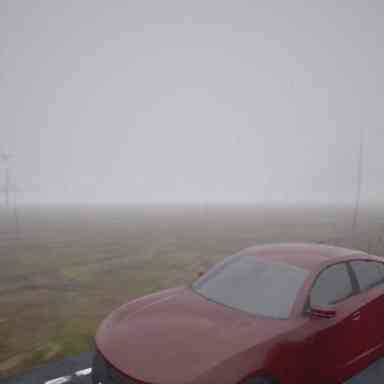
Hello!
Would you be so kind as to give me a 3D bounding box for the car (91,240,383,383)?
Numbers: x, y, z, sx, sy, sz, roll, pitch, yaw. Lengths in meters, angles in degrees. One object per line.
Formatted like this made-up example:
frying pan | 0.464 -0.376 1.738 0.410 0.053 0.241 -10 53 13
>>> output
car | 1.242 1.471 4.368 5.008 1.535 1.882 0 0 -37
